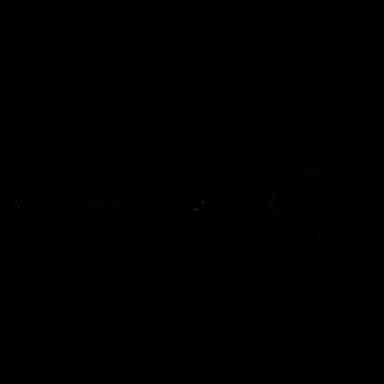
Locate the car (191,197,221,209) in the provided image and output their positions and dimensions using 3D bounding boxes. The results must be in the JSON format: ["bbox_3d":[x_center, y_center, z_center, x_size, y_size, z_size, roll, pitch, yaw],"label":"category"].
[{"bbox_3d":[2.787,1.884,57.384,2.150,2.045,5.566,-2,-2,38],"label":"car"}]

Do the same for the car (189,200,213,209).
[{"bbox_3d":[1.707,2.268,61.980,2.128,1.511,4.902,-2,-2,36],"label":"car"}]

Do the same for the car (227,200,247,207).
[{"bbox_3d":[8.984,2.330,66.068,2.033,1.411,5.357,-2,-2,36],"label":"car"}]

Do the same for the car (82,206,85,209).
[{"bbox_3d":[-12.271,2.022,42.713,1.837,1.490,4.892,-2,-1,36],"label":"car"}]
